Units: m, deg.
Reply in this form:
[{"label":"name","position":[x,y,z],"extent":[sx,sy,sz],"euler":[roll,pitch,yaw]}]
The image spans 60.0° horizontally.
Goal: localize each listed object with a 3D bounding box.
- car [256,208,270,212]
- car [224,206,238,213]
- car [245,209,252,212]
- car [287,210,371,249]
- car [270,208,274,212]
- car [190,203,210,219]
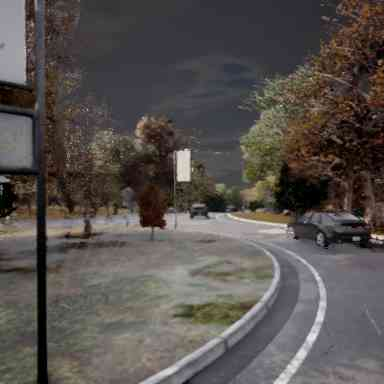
[{"label":"car","position":[16.240,4.596,77.319],"extent":[2.097,1.767,4.553],"euler":[-1,-5,22]},{"label":"car","position":[7.663,3.540,65.377],"extent":[2.128,1.511,4.902],"euler":[-1,-5,22]},{"label":"car","position":[13.347,4.903,79.500],"extent":[1.812,1.442,4.674],"euler":[-1,-5,22]},{"label":"car","position":[6.046,1.614,15.262],"extent":[1.837,1.490,4.892],"euler":[1,-1,-7]},{"label":"car","position":[20.016,5.222,86.665],"extent":[2.150,2.045,5.566],"euler":[-1,-5,23]},{"label":"car","position":[0.823,1.903,34.351],"extent":[1.837,1.490,4.892],"euler":[-2,-1,3]}]
